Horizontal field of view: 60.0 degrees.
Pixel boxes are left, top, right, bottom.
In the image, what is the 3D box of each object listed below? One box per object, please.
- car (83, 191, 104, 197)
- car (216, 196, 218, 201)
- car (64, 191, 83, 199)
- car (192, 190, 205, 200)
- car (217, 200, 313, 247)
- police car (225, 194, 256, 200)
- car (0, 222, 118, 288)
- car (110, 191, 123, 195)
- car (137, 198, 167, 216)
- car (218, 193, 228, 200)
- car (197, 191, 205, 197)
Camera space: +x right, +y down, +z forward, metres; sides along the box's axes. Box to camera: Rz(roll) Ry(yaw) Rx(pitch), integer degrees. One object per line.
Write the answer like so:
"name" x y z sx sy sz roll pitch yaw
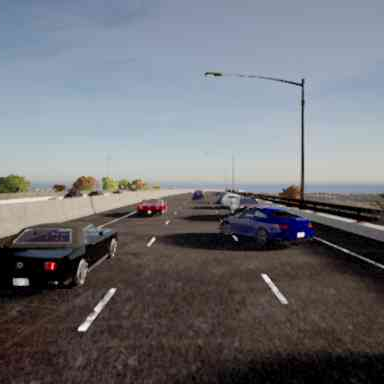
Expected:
"car" -16.353 0.565 56.469 1.837 1.490 4.892 0 1 3
"car" 4.316 0.790 45.352 2.033 1.411 5.357 0 1 2
"car" -19.869 0.569 56.078 1.837 1.490 4.892 0 1 3
"car" 1.132 0.440 55.387 2.097 1.767 4.553 0 1 2
"car" 2.928 1.285 13.700 1.812 1.442 4.674 0 1 -22
"police car" 3.773 1.100 23.516 2.038 1.542 4.974 0 1 1
"car" -3.330 1.442 8.753 1.895 1.301 4.718 0 1 1
"car" -12.850 0.589 56.529 1.812 1.442 4.674 0 1 3
"car" -3.062 1.142 26.531 1.895 1.301 4.718 0 1 1
"car" 4.010 0.941 34.434 1.812 1.442 4.674 0 1 1
"car" 2.083 0.372 76.836 1.895 1.301 4.718 0 1 3
